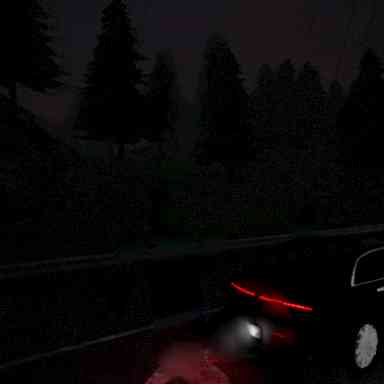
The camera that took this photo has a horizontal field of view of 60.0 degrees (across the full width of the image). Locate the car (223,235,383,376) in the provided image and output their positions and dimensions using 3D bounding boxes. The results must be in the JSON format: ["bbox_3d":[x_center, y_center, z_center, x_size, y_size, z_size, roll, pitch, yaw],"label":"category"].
[{"bbox_3d":[2.752,1.494,5.586,4.892,1.490,1.837,0,0,-35],"label":"car"}]
